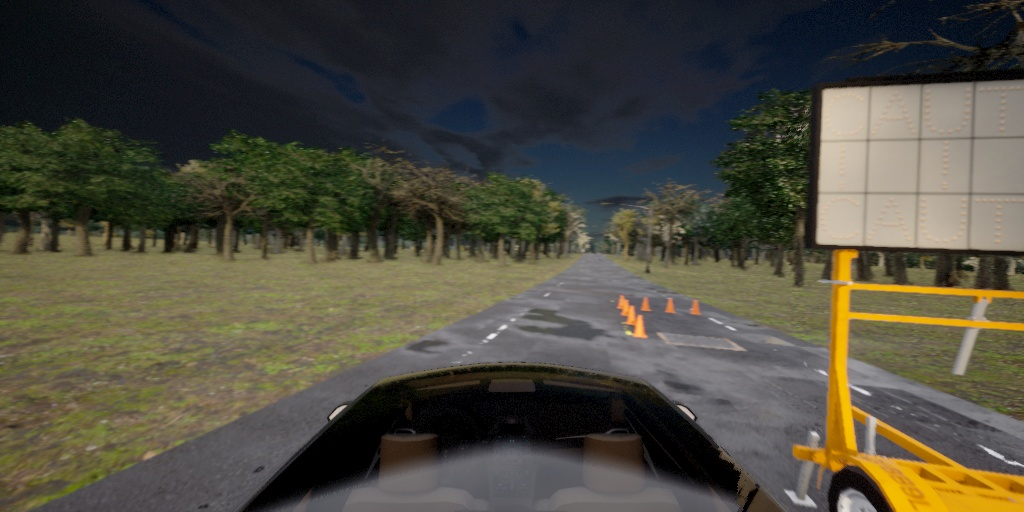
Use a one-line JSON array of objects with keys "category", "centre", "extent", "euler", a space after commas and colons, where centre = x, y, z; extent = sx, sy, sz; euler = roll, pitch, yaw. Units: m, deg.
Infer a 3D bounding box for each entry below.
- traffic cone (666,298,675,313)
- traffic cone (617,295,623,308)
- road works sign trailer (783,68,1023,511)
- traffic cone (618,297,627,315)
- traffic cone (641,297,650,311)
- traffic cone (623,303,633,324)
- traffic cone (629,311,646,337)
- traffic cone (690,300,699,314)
[{"category": "traffic cone", "centre": [6.787, 2.109, 15.415], "extent": [0.340, 0.580, 0.340], "euler": [0, 0, 12]}, {"category": "traffic cone", "centre": [4.836, 2.018, 15.847], "extent": [0.340, 0.580, 0.340], "euler": [0, 0, 12]}, {"category": "road works sign trailer", "centre": [3.481, 0.392, 2.834], "extent": [2.380, 3.560, 2.880], "euler": [0, 0, 13]}, {"category": "traffic cone", "centre": [4.404, 1.990, 13.895], "extent": [0.340, 0.580, 0.340], "euler": [0, 0, 13]}, {"category": "traffic cone", "centre": [5.812, 2.063, 15.631], "extent": [0.340, 0.580, 0.340], "euler": [0, 0, 12]}, {"category": "traffic cone", "centre": [3.973, 1.961, 11.942], "extent": [0.340, 0.580, 0.340], "euler": [0, 0, 12]}, {"category": "traffic cone", "centre": [3.541, 1.932, 9.990], "extent": [0.340, 0.580, 0.340], "euler": [0, 0, 12]}, {"category": "traffic cone", "centre": [7.762, 2.154, 15.198], "extent": [0.340, 0.580, 0.340], "euler": [0, 0, 12]}]
